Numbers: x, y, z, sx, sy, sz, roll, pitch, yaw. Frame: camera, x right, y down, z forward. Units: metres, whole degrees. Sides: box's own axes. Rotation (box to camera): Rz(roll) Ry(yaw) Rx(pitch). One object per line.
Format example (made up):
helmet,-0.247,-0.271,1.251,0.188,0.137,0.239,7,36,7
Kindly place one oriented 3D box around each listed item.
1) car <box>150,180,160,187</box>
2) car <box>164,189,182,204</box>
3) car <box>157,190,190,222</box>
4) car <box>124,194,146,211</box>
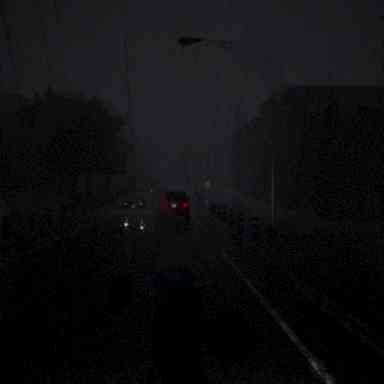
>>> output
car,-8.108,-1.890,73.570,1.837,1.490,4.892,0,4,-4
car,-2.417,0.498,41.807,2.128,1.511,4.902,0,4,-4
car,-1.311,0.954,23.963,2.150,2.045,5.566,0,0,-4
car,-5.585,0.993,33.105,1.812,1.442,4.674,0,2,-3
